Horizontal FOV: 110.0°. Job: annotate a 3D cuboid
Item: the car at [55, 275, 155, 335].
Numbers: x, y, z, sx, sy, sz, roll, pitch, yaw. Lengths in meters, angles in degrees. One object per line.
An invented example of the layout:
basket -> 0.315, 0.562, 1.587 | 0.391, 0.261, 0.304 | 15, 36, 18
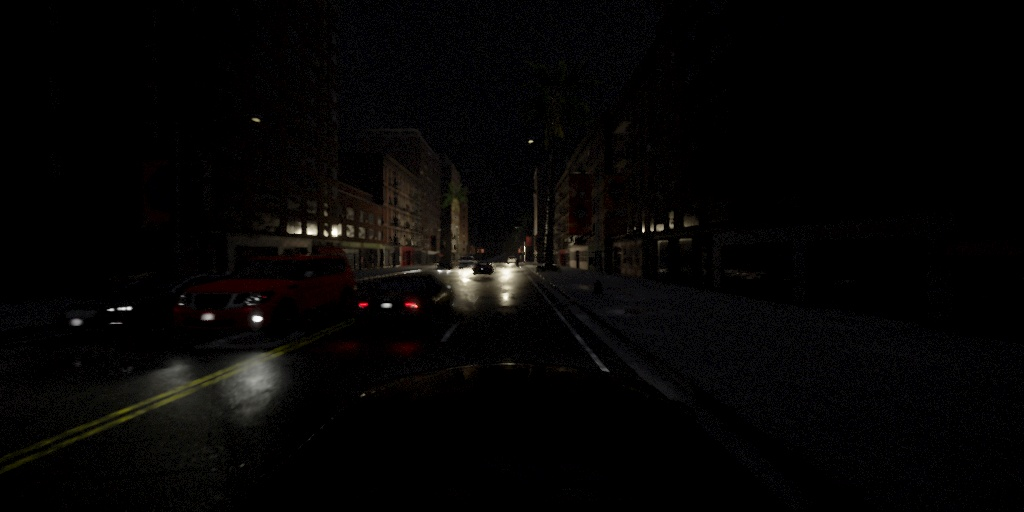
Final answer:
car -> -9.850, 1.239, 10.560 | 2.128, 1.511, 4.902 | 0, 0, 0

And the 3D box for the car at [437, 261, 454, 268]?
car -> -9.817, 1.363, 53.289 | 1.994, 1.385, 4.181 | 0, 0, 0

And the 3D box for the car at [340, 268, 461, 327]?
car -> -3.150, 1.294, 11.508 | 2.033, 1.411, 5.357 | 0, 0, 0

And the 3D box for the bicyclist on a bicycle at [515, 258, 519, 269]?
bicyclist on a bicycle -> 0.894, 1.192, 58.830 | 0.659, 1.776, 1.843 | 0, 0, 0

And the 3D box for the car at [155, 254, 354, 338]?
car -> -6.601, 0.969, 10.544 | 2.150, 2.045, 5.566 | 0, 0, 0

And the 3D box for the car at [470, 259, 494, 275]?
car -> -3.149, 1.323, 39.777 | 1.994, 1.385, 4.181 | 0, 0, 0

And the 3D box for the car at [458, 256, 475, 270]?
car -> -6.565, 1.018, 52.750 | 2.150, 2.045, 5.566 | 0, 0, 0
